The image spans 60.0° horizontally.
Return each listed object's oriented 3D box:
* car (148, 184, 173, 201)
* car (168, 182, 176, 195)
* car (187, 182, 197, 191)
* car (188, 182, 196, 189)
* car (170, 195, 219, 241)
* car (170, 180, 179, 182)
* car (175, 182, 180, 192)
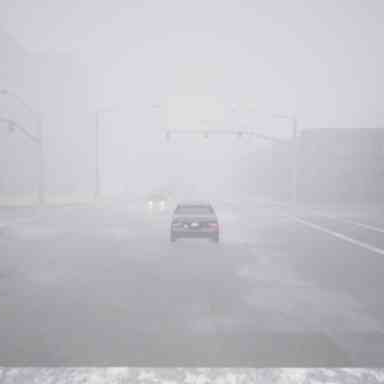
[{"bbox_3d":[-3.611,0.174,36.761,2.033,1.411,5.357,0,2,0],"label":"car"},{"bbox_3d":[-3.586,-0.246,46.362,1.837,1.490,4.892,0,2,0],"label":"car"},{"bbox_3d":[-0.027,-1.075,66.730,1.882,1.535,5.008,0,2,0],"label":"car"},{"bbox_3d":[-0.031,-1.462,77.137,1.837,1.490,4.892,0,2,0],"label":"car"},{"bbox_3d":[0.094,1.074,13.884,2.033,1.411,5.357,0,2,0],"label":"car"},{"bbox_3d":[-3.527,-1.343,67.021,2.150,2.045,5.566,0,2,0],"label":"car"},{"bbox_3d":[-3.523,-0.610,56.679,2.033,1.411,5.357,0,2,0],"label":"car"}]
